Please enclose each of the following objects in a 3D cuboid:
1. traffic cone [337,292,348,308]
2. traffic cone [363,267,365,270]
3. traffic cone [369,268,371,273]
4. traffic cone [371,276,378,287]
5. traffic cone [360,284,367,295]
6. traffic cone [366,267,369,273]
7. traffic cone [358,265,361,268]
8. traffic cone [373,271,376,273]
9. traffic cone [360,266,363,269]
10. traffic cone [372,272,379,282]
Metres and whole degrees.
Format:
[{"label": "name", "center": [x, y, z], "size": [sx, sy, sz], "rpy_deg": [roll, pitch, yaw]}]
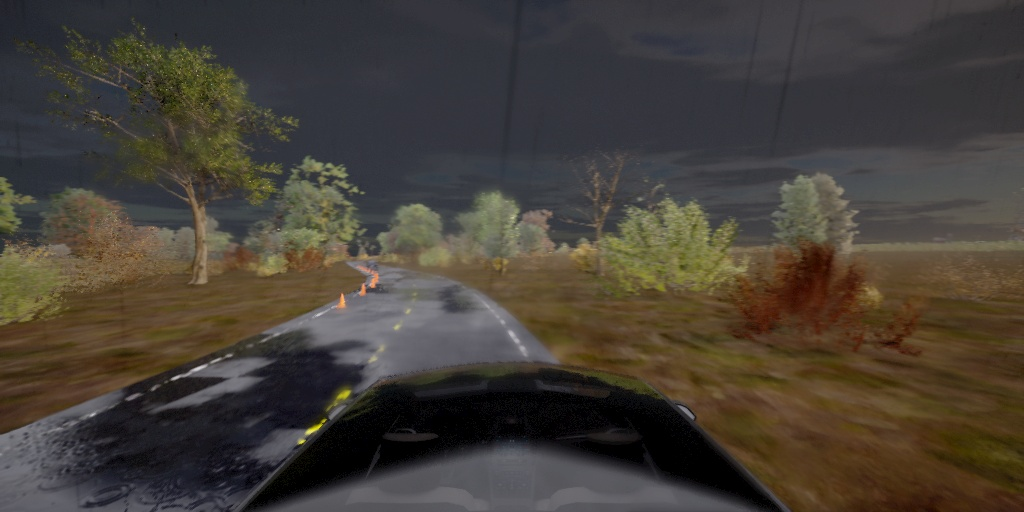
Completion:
[{"label": "traffic cone", "center": [-6.778, 1.754, 14.325], "size": [0.340, 0.580, 0.340], "rpy_deg": [0, 0, -12]}, {"label": "traffic cone", "center": [-20.696, 1.876, 51.001], "size": [0.340, 0.580, 0.340], "rpy_deg": [0, 0, -26]}, {"label": "traffic cone", "center": [-16.320, 1.836, 42.019], "size": [0.340, 0.580, 0.340], "rpy_deg": [0, 0, -26]}, {"label": "traffic cone", "center": [-9.226, 1.774, 23.798], "size": [0.340, 0.580, 0.340], "rpy_deg": [0, 0, -17]}, {"label": "traffic cone", "center": [-7.908, 1.763, 19.085], "size": [0.340, 0.580, 0.340], "rpy_deg": [0, 0, -14]}, {"label": "traffic cone", "center": [-18.506, 1.856, 46.507], "size": [0.340, 0.580, 0.340], "rpy_deg": [0, 0, -26]}, {"label": "traffic cone", "center": [-25.076, 1.918, 59.992], "size": [0.340, 0.580, 0.340], "rpy_deg": [0, 0, -26]}, {"label": "traffic cone", "center": [-12.413, 1.801, 33.049], "size": [0.340, 0.580, 0.340], "rpy_deg": [0, 0, -21]}, {"label": "traffic cone", "center": [-22.886, 1.897, 55.497], "size": [0.340, 0.580, 0.340], "rpy_deg": [0, 0, -26]}, {"label": "traffic cone", "center": [-10.728, 1.786, 28.454], "size": [0.340, 0.580, 0.340], "rpy_deg": [0, 0, -19]}]
